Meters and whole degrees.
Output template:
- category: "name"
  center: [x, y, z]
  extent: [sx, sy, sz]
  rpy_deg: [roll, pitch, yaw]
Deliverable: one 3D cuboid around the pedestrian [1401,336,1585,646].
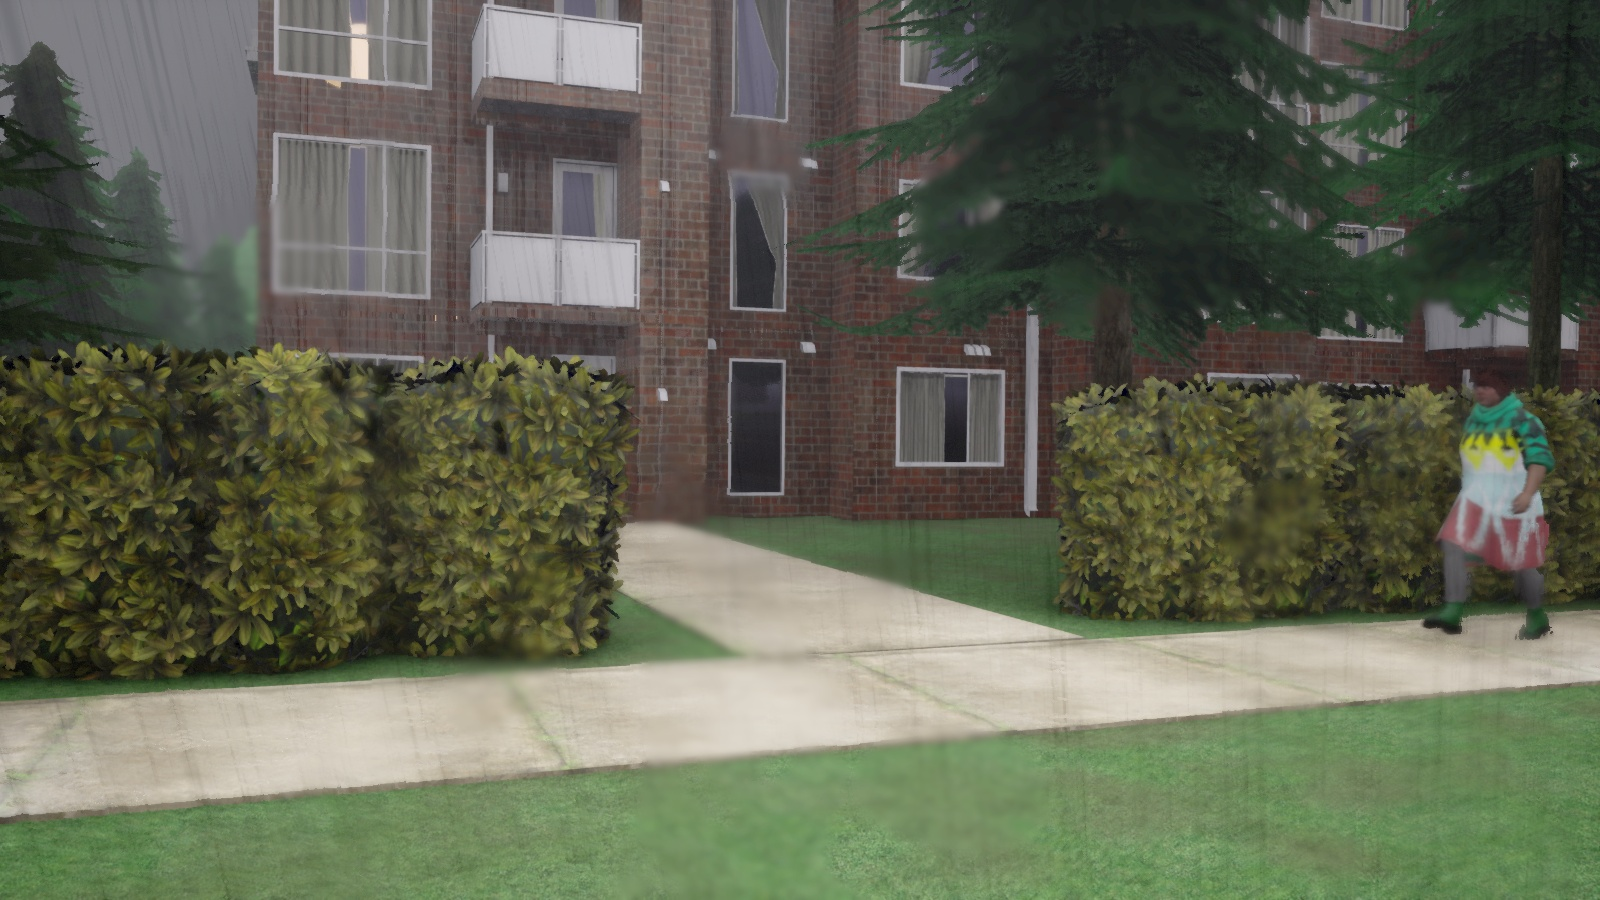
- category: "pedestrian"
  center: [4.611, 0.251, 8.374]
  extent: [0.873, 1.952, 0.659]
  rpy_deg: [-1, 1, -21]
